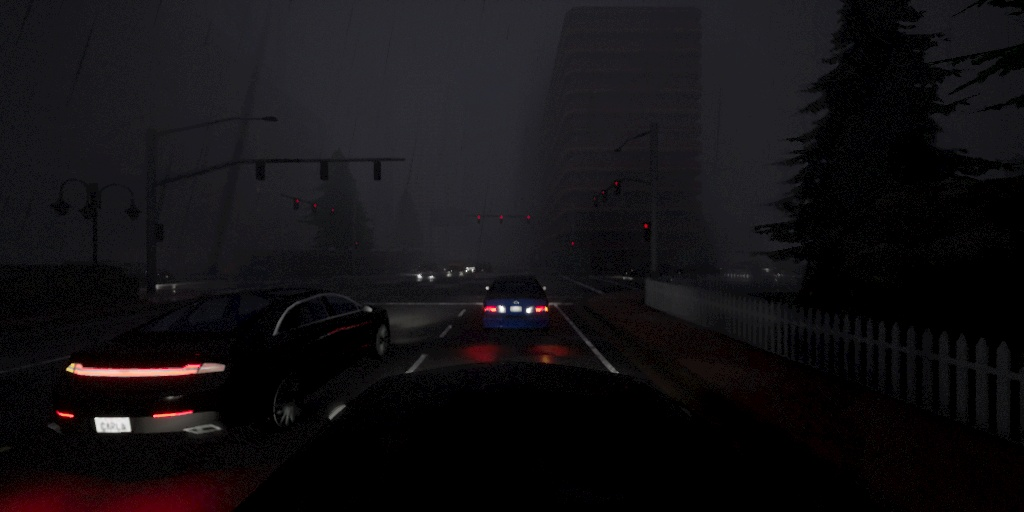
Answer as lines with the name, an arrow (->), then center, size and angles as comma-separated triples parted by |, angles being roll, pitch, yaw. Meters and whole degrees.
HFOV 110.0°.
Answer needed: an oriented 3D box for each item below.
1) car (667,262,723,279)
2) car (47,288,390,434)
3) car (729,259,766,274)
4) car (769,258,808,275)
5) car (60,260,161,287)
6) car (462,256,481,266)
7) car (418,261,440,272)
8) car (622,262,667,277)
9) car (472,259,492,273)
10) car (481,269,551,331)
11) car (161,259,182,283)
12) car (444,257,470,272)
car -> 15.868, 1.234, 30.715 | 4.181, 1.385, 1.994 | 0, 0, -20
car -> -3.429, 1.238, 5.514 | 2.128, 1.511, 4.902 | 0, 0, 0
car -> 25.766, 1.265, 39.459 | 4.718, 1.301, 1.895 | 0, 0, -38
car -> 29.450, 1.213, 37.980 | 5.357, 1.411, 2.033 | 0, 0, -40
car -> -24.424, 1.030, 21.419 | 4.553, 1.767, 2.097 | 0, 0, 0
car -> -7.037, 1.193, 61.738 | 2.128, 1.511, 4.902 | 0, 0, 0
car -> -10.577, 1.315, 45.687 | 1.895, 1.301, 4.718 | 0, 0, 0
car -> 13.135, 1.216, 33.539 | 5.357, 1.411, 2.033 | 0, 0, -13
car -> -3.385, 1.317, 43.423 | 1.895, 1.301, 4.718 | 0, 0, 0
car -> 0.116, 1.290, 10.928 | 2.033, 1.411, 5.357 | 0, 0, 1
car -> -26.422, 1.179, 24.905 | 4.892, 1.490, 1.837 | 0, 0, -1
car -> -7.064, 1.191, 46.336 | 1.882, 1.535, 5.008 | 0, 0, 0
